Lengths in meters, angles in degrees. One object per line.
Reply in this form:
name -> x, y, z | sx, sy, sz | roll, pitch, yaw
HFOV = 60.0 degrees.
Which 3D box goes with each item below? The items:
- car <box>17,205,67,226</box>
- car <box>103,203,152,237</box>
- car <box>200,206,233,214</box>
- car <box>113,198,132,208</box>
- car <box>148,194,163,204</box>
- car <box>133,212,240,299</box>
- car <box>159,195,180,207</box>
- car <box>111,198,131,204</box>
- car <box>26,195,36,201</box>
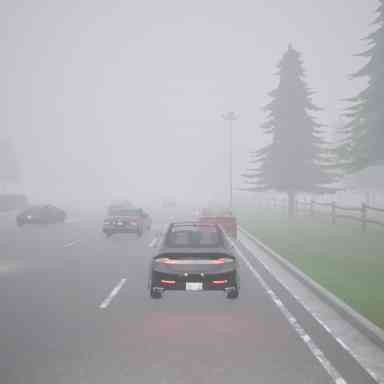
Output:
car -> -10.379, 1.564, 23.262 | 1.994, 1.385, 4.181 | 0, 0, 0
car -> -3.385, 1.547, 18.181 | 2.033, 1.411, 5.357 | 0, 0, 0
car -> 1.240, 1.478, 17.780 | 1.882, 1.535, 5.008 | 0, 0, 0
car -> -10.357, 1.564, 49.854 | 1.994, 1.385, 4.181 | 0, 0, 0
car -> -6.850, 1.525, 61.273 | 1.812, 1.442, 4.674 | 0, 0, 0
car -> 0.059, 1.492, 8.439 | 2.128, 1.511, 4.902 | 0, 0, 0
car -> -3.356, 1.547, 49.865 | 2.033, 1.411, 5.357 | 0, 0, 0
car -> -6.886, 1.525, 32.092 | 1.812, 1.442, 4.674 | 0, 0, 0
car -> -41.755, 1.478, 85.492 | 5.008, 1.535, 1.882 | 0, 0, 44
